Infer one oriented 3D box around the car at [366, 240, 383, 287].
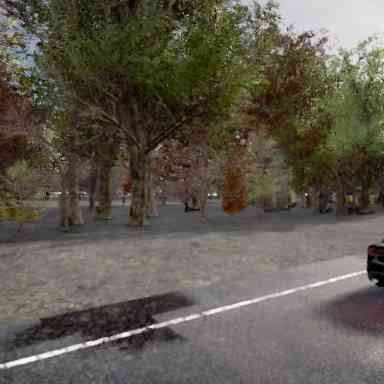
[{"bbox_3d":[6.297,1.526,8.252,5.008,1.535,1.882,0,0,-36],"label":"car"}]
